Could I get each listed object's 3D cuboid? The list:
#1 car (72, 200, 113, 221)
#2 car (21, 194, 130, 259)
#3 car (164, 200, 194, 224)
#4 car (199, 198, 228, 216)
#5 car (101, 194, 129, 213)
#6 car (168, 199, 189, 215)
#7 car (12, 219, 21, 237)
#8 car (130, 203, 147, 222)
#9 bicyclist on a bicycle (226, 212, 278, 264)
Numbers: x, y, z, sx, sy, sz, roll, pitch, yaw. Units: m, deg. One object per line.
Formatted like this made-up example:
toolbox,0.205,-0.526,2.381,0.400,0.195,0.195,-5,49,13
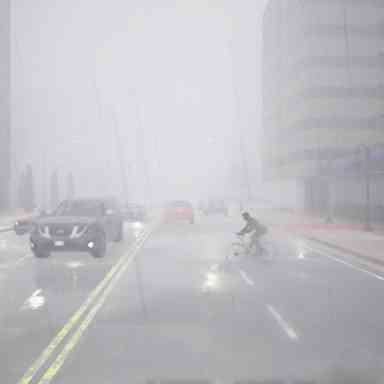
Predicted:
car,-8.216,1.491,27.954,2.128,1.511,4.902,0,0,-3
car,-4.123,1.221,12.990,2.150,2.045,5.566,0,0,-1
car,-0.986,1.353,25.262,2.097,1.767,4.553,0,0,-3
car,2.184,1.352,32.601,2.097,1.767,4.553,0,0,-3
car,-8.678,1.221,37.837,2.150,2.045,5.566,0,0,-2
car,-1.438,1.547,35.158,2.033,1.411,5.357,0,0,-2
car,-7.873,1.601,18.269,1.895,1.301,4.718,0,0,-3
car,-4.710,1.564,26.120,1.994,1.385,4.181,0,0,-2
bicyclist on a bicycle,1.862,1.451,10.394,1.656,1.620,0.582,-2,0,-3
